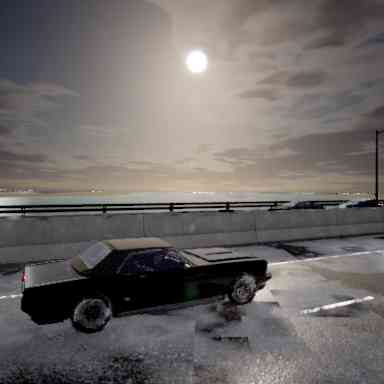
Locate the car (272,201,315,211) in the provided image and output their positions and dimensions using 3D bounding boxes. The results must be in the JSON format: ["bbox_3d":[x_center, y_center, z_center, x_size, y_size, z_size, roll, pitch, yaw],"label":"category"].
[{"bbox_3d":[10.205,1.547,31.814,5.357,1.411,2.033,0,0,-26],"label":"car"}]

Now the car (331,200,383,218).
[{"bbox_3d":[15.141,1.506,30.332,4.892,1.490,1.837,0,0,-26],"label":"car"}]

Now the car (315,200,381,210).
[{"bbox_3d":[11.803,1.526,24.798,4.674,1.442,1.812,0,0,-26],"label":"car"}]

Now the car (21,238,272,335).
[{"bbox_3d":[-0.755,1.600,6.629,4.718,1.301,1.895,0,0,-27],"label":"car"}]
